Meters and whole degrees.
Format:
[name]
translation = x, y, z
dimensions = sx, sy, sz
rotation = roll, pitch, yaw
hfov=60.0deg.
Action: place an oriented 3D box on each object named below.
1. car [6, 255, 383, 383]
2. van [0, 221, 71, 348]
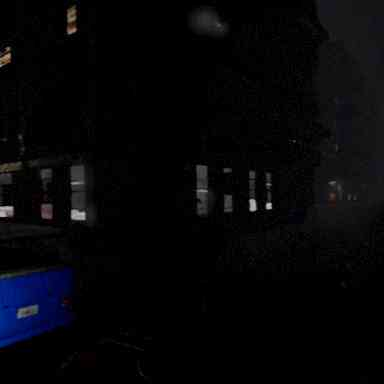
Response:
[car]
translation = 0.707, 1.444, 2.390
dimensions = 4.097, 1.590, 1.967
rotation = 0, -1, 36
[van]
translation = -3.694, 1.370, 5.532
dimensions = 3.998, 1.788, 1.690
rotation = 0, -1, 36
